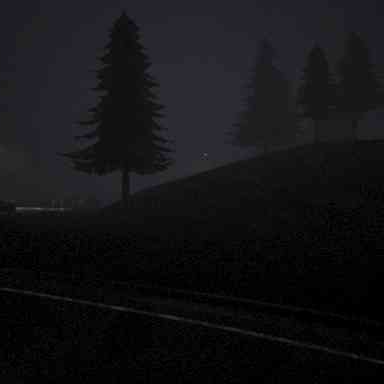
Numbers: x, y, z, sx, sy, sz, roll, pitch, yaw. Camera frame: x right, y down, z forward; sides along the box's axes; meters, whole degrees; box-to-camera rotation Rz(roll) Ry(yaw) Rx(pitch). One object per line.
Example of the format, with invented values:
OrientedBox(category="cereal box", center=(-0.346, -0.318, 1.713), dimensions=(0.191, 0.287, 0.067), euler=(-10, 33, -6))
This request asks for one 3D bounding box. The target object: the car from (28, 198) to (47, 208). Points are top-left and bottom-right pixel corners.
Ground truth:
OrientedBox(category="car", center=(-21.240, 1.574, 48.753), dimensions=(1.994, 1.385, 4.181), euler=(0, 0, 22))

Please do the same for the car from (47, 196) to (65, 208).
OrientedBox(category="car", center=(-17.882, 1.362, 47.730), dimensions=(2.097, 1.767, 4.553), euler=(0, 0, 22))

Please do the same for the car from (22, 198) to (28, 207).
OrientedBox(category="car", center=(-24.593, 1.574, 49.808), dimensions=(1.994, 1.385, 4.181), euler=(0, 0, 22))

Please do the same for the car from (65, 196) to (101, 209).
OrientedBox(category="car", center=(-14.748, 1.362, 46.142), dimensions=(2.097, 1.767, 4.553), euler=(0, 0, 22))

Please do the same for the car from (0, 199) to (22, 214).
OrientedBox(category="car", center=(-19.936, 1.533, 33.244), dimensions=(1.812, 1.442, 4.674), euler=(0, 0, 23))
